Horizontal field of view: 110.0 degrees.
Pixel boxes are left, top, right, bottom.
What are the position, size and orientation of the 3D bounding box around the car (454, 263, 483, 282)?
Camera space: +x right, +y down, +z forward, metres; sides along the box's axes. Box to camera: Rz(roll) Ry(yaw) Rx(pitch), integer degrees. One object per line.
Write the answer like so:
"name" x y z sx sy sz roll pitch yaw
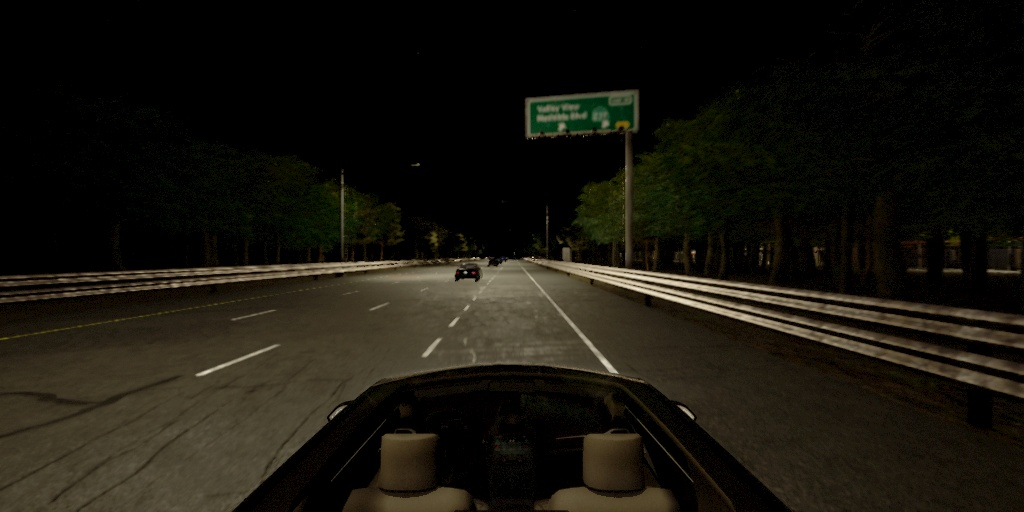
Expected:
"car" -3.482 1.302 29.293 2.033 1.411 5.357 0 0 0
